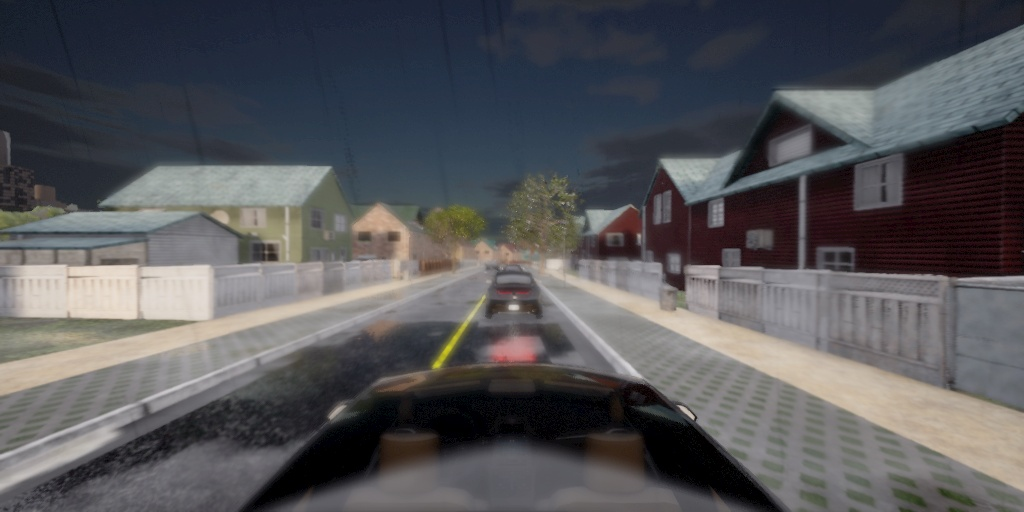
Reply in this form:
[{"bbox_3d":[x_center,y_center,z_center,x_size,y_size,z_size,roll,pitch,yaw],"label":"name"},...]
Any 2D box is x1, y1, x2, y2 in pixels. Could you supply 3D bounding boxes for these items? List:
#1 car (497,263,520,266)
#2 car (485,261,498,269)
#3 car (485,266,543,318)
[{"bbox_3d":[0.078,1.391,28.524,1.994,1.385,4.181,0,0,0],"label":"car"},{"bbox_3d":[-2.812,1.451,51.909,1.882,1.535,5.008,0,-1,0],"label":"car"},{"bbox_3d":[0.072,1.282,13.140,1.837,1.490,4.892,0,0,0],"label":"car"}]
